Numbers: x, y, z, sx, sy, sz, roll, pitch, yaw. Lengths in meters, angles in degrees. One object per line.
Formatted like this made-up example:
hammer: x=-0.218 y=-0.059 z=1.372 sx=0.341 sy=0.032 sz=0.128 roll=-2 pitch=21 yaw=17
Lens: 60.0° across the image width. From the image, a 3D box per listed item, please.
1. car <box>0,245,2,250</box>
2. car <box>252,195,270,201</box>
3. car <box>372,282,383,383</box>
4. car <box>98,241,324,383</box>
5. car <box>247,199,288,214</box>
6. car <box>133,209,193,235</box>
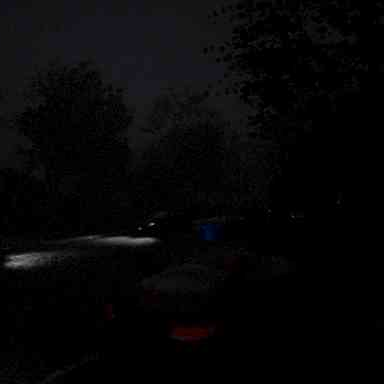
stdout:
car: x=-8.579 y=1.548 z=9.545 sx=5.357 sy=1.411 sz=2.033 roll=0 pitch=0 yaw=-26
car: x=7.714 y=1.271 z=34.665 sx=2.150 sy=2.045 sz=5.566 roll=-3 pitch=-1 yaw=35
car: x=3.311 y=1.354 z=3.497 sx=2.185 sy=1.767 sz=4.553 roll=0 pitch=0 yaw=35
car: x=0.692 y=1.515 z=5.286 sx=2.002 sy=1.452 sz=4.674 roll=0 pitch=0 yaw=35
car: x=6.539 y=1.572 z=27.633 sx=1.812 sy=1.442 sz=4.674 roll=-3 pitch=-1 yaw=35
car: x=-1.747 y=1.857 z=21.455 sx=1.812 sy=1.442 sz=4.674 roll=-3 pitch=-1 yaw=35
